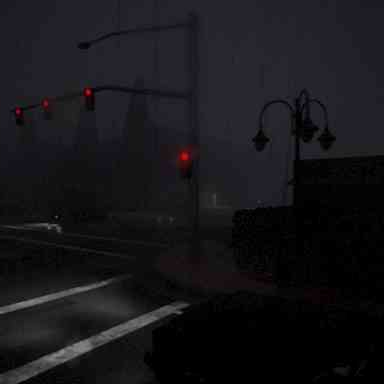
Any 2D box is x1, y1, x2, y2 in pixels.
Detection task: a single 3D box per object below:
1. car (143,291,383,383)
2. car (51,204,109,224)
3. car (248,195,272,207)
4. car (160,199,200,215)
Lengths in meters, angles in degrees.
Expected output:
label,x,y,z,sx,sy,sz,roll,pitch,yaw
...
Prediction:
label,x,y,z,sx,sy,sz,roll,pitch,yaw
car,1.805,1.601,2.773,4.718,1.301,1.895,0,0,38
car,-8.353,1.566,25.032,1.994,1.385,4.181,0,0,37
car,10.194,1.353,49.570,2.097,1.767,4.553,0,0,38
car,-1.188,1.480,34.544,1.882,1.535,5.008,0,0,37
